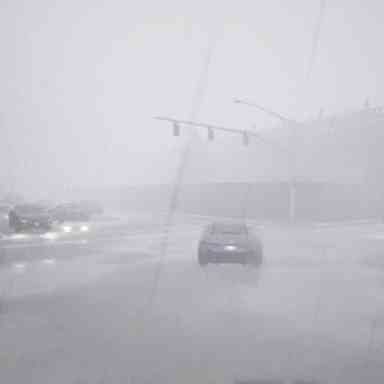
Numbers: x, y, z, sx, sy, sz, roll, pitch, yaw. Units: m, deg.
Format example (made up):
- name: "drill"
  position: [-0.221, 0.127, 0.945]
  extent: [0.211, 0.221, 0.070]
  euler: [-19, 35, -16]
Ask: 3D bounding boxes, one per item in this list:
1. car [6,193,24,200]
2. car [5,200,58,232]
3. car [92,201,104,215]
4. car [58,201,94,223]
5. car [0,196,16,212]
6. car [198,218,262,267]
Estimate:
- name: "car"
  position: [-27.083, 1.229, 50.663]
  extent: [2.150, 2.045, 5.566]
  euler: [1, -1, -35]
- name: "car"
  position: [-9.904, 1.485, 20.266]
  extent: [1.837, 1.490, 4.892]
  euler: [1, 0, -35]
- name: "car"
  position: [-10.710, 1.587, 33.854]
  extent: [2.033, 1.411, 5.357]
  euler: [1, 0, -35]
- name: "car"
  position: [-9.447, 1.575, 25.666]
  extent: [1.994, 1.385, 4.181]
  euler: [1, 0, -35]
- name: "car"
  position: [-19.909, 1.455, 34.365]
  extent: [1.882, 1.535, 5.008]
  euler: [1, 0, -35]
- name: "car"
  position: [1.262, 1.617, 11.711]
  extent: [1.994, 1.385, 4.181]
  euler: [1, 0, 4]
